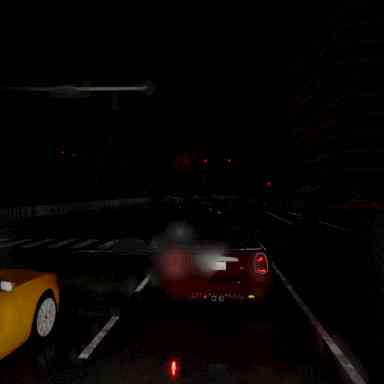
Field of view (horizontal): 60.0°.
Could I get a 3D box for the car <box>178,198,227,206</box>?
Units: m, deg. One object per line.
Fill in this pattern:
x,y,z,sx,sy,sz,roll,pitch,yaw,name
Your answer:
0.997,1.559,31.419,1.812,1.442,4.674,-1,0,-38,car

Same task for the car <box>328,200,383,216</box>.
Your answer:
16.342,1.533,33.425,5.008,1.535,1.882,0,0,5,car

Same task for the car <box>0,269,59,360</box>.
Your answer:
-3.262,1.478,3.519,1.882,1.535,5.008,0,0,5,car

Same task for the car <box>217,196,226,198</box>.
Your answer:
6.080,1.525,69.015,1.812,1.442,4.674,0,0,11,car

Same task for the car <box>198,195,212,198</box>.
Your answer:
2.373,1.352,67.929,2.097,1.767,4.553,0,0,9,car

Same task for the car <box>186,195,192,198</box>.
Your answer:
-1.211,1.352,69.628,2.097,1.767,4.553,0,0,10,car

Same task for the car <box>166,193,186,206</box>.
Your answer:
-2.745,1.221,54.483,2.150,2.045,5.566,0,0,5,car

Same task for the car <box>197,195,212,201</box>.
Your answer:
3.169,1.477,82.162,1.882,1.535,5.008,0,0,27,car

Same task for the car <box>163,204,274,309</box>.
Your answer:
0.656,1.352,8.121,2.097,1.767,4.553,0,0,5,car
